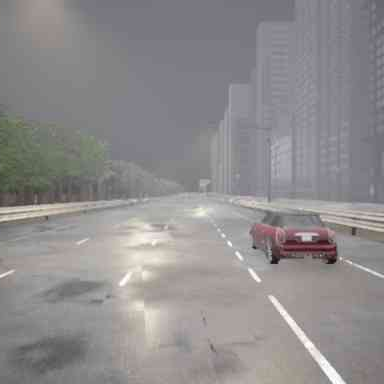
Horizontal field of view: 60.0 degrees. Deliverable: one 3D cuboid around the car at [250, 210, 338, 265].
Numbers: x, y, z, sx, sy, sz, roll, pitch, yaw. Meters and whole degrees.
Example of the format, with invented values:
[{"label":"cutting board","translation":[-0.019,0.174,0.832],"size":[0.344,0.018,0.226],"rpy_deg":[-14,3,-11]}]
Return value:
[{"label":"car","translation":[3.498,1.450,12.285],"size":[2.097,1.767,4.553],"rpy_deg":[0,0,0]}]
